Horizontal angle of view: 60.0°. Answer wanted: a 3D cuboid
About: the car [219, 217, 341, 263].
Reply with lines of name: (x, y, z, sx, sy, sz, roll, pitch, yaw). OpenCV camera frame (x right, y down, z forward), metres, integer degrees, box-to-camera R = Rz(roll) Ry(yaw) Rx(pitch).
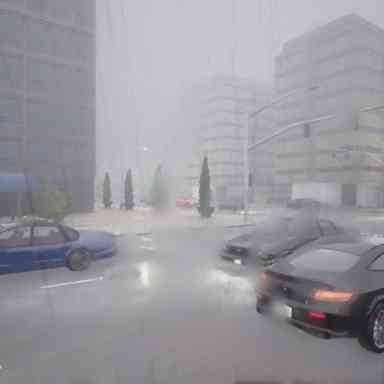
car: (3.431, 1.546, 10.764, 5.357, 1.411, 2.033, 0, 0, -36)

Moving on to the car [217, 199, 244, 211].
car: (4.885, 1.560, 39.858, 1.994, 1.385, 4.181, 0, 0, -35)

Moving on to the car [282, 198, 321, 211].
car: (13.230, 1.500, 40.509, 1.837, 1.490, 4.892, 0, 0, -35)

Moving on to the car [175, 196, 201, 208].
car: (-0.500, 1.348, 47.535, 2.097, 1.767, 4.553, 0, 0, -35)

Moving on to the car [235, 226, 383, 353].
car: (3.190, 1.525, 6.098, 4.674, 1.442, 1.812, 0, 0, -35)

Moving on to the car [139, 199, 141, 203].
car: (-8.767, 1.560, 65.750, 1.994, 1.385, 4.181, 0, 0, -35)

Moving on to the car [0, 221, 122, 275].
car: (-4.717, 1.547, 9.230, 5.357, 1.411, 2.033, 0, 0, -36)

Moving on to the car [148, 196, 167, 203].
car: (-7.371, 1.594, 69.788, 1.895, 1.301, 4.718, 0, 0, -35)

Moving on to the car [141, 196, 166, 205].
car: (-6.196, 1.560, 55.671, 1.994, 1.385, 4.181, 0, 0, -35)
